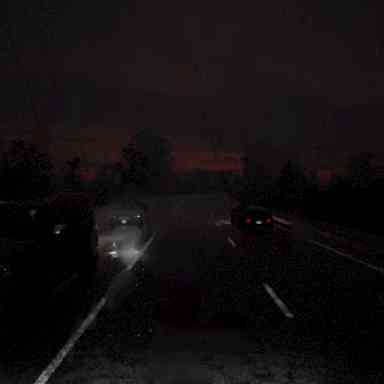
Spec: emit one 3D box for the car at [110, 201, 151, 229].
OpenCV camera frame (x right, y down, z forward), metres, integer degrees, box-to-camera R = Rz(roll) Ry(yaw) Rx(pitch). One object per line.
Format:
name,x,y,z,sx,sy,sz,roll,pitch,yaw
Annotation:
car,-3.676,1.316,20.417,2.128,1.511,4.902,0,1,0

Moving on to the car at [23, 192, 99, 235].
car,-7.183,1.066,18.998,2.150,2.045,5.566,0,0,0

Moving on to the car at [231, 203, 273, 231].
car,3.405,1.349,19.278,1.812,1.442,4.674,0,1,0

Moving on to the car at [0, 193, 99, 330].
car,-3.635,1.164,7.134,2.150,2.045,5.566,0,0,-1
